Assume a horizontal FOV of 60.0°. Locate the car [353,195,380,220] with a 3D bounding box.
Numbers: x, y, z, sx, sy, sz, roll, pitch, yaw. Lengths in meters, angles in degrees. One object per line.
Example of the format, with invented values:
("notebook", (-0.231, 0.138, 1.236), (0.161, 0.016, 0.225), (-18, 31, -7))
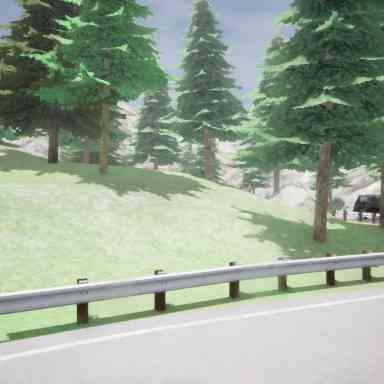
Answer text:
("car", (15.134, 1.237, 25.557), (2.150, 2.045, 5.566), (0, 0, -21))
